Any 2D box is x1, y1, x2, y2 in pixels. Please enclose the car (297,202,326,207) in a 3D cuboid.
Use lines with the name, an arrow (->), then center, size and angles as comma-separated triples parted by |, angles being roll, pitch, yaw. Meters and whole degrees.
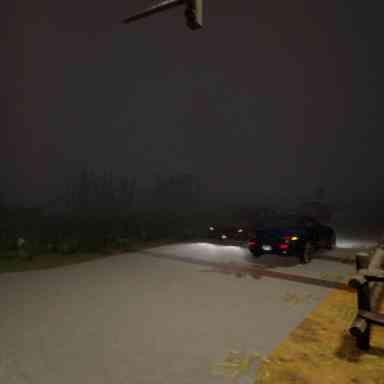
car -> 8.669, 1.454, 24.119 | 1.994, 1.385, 4.181 | 0, 0, 36

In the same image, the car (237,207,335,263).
car -> 3.626, 1.473, 11.776 | 1.812, 1.442, 4.674 | 0, 0, 37

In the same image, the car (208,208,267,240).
car -> 2.895, 1.484, 16.109 | 2.033, 1.411, 5.357 | 0, 0, 36
